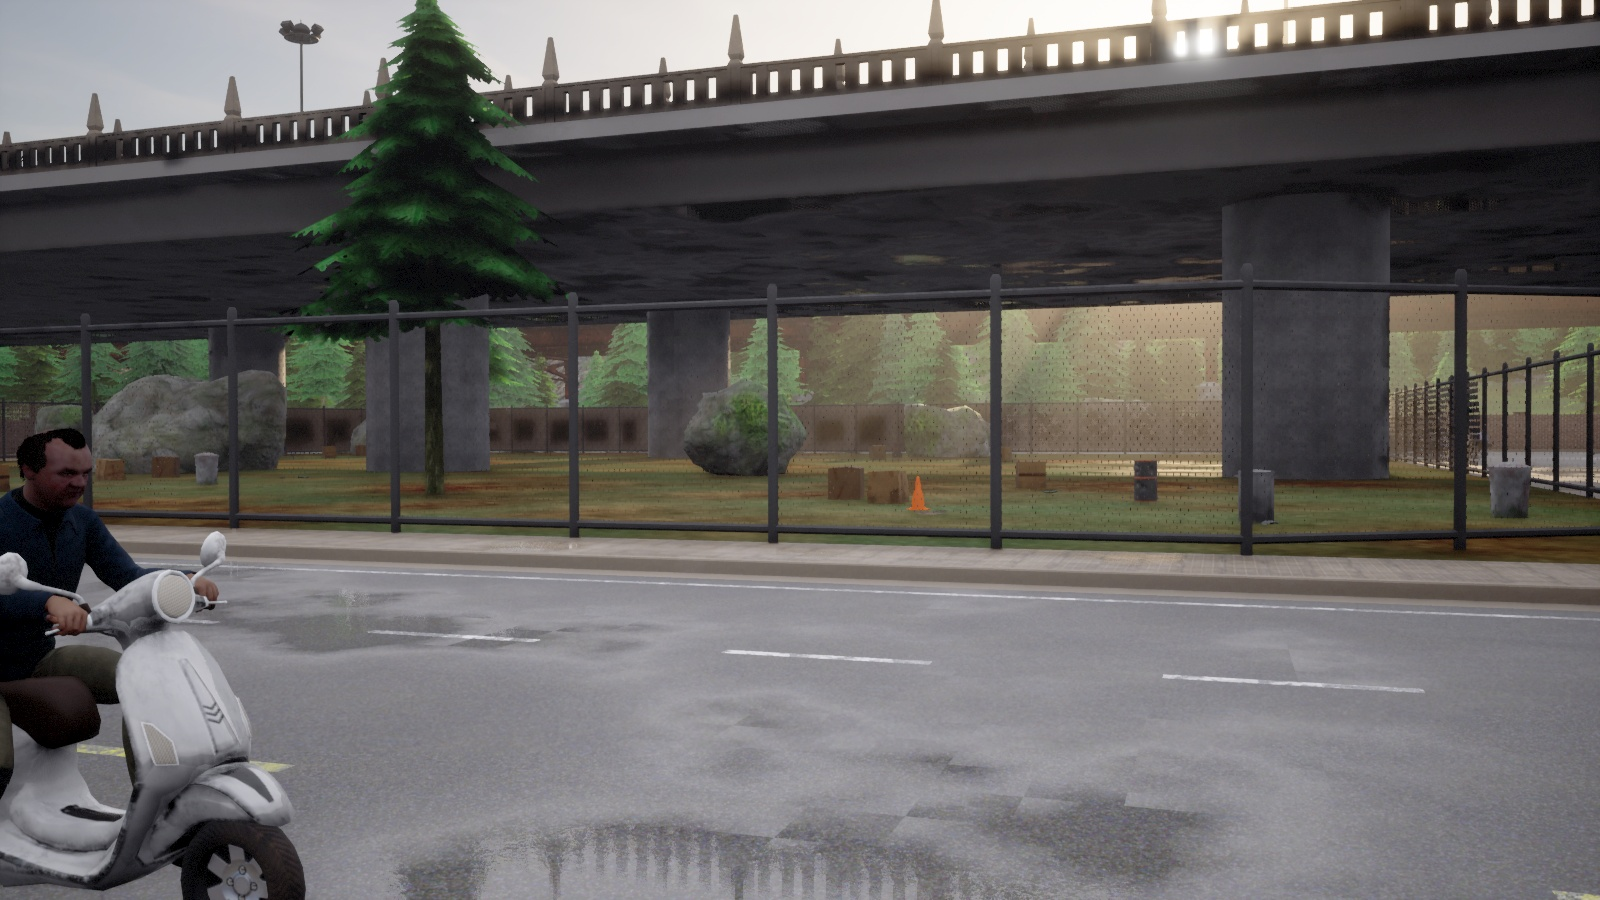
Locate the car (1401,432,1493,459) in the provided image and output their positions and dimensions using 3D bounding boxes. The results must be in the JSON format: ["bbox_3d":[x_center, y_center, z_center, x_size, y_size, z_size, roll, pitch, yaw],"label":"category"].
[{"bbox_3d":[40.462,-0.295,78.654,4.856,1.649,2.033,1,1,19],"label":"car"}]

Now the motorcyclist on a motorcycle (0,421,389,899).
[{"bbox_3d":[-2.341,0.707,3.980,1.817,1.590,0.866,1,1,19],"label":"motorcyclist on a motorcycle"}]
